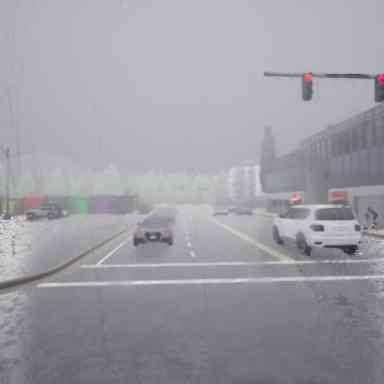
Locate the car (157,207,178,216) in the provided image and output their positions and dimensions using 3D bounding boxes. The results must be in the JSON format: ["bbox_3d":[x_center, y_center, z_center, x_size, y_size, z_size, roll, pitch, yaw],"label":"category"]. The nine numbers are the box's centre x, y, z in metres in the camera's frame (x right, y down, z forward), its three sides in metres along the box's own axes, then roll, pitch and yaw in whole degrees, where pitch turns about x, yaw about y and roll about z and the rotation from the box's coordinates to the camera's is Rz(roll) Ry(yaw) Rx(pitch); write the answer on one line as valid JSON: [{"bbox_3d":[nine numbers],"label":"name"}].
[{"bbox_3d":[-2.451,2.303,30.486,1.882,1.535,5.008,0,-1,-2],"label":"car"}]

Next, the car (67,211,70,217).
[{"bbox_3d":[-17.663,2.632,42.524,3.806,1.475,1.970,0,-2,-3],"label":"car"}]

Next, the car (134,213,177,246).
[{"bbox_3d":[-1.961,2.057,17.991,1.994,1.385,4.181,0,-2,-3],"label":"car"}]

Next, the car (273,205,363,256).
[{"bbox_3d":[5.425,1.593,15.145,2.150,2.045,5.566,0,-2,-3],"label":"car"}]

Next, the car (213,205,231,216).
[{"bbox_3d":[4.090,2.863,48.668,1.895,1.301,4.718,0,-2,-1],"label":"car"}]

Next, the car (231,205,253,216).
[{"bbox_3d":[7.581,2.796,48.979,2.033,1.411,5.357,0,-2,-2],"label":"car"}]

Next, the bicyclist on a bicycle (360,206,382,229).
[{"bbox_3d":[12.769,1.855,23.728,1.656,1.620,0.582,-1,-2,-2],"label":"bicyclist on a bicycle"}]

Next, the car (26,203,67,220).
[{"bbox_3d":[-17.503,2.316,39.640,3.866,1.878,1.905,0,-2,-3],"label":"car"}]
